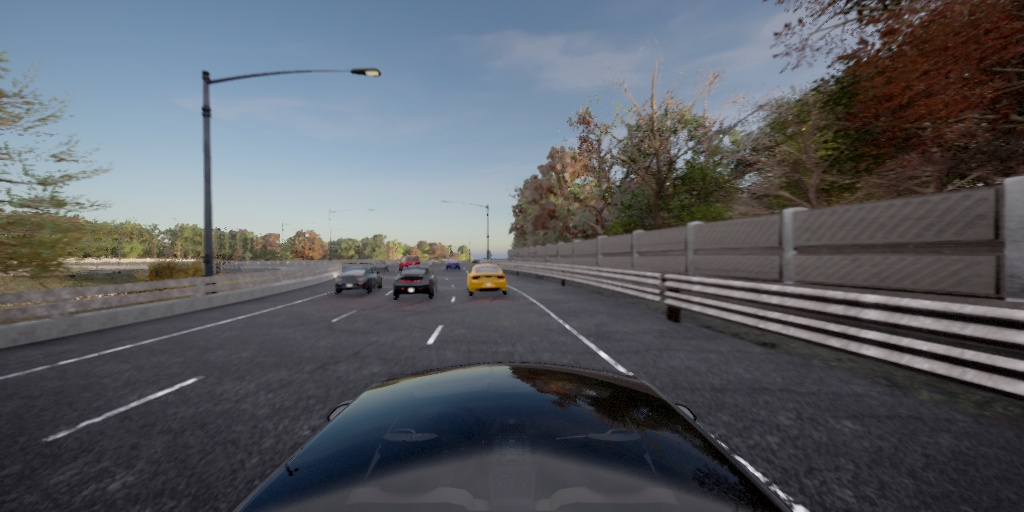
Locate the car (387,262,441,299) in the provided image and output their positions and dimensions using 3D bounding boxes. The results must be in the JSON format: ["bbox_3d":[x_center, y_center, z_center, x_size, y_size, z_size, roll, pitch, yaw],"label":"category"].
[{"bbox_3d":[-4.806,1.273,18.313,1.837,1.490,4.892,-1,0,-8],"label":"car"}]

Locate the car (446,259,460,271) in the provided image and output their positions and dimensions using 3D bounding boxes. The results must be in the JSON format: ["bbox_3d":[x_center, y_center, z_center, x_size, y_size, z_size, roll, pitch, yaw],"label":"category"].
[{"bbox_3d":[-8.169,1.201,49.920,1.882,1.535,5.008,-1,0,-9],"label":"car"}]

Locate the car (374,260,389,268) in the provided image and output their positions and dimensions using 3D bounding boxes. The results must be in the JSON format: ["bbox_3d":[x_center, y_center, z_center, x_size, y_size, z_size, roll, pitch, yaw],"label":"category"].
[{"bbox_3d":[-17.827,1.350,48.503,2.128,1.511,4.902,-1,0,-26],"label":"car"}]

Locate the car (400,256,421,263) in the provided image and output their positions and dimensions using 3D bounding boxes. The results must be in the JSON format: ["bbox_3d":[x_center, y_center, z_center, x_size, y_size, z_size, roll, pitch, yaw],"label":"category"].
[{"bbox_3d":[-13.551,1.029,47.645,2.150,2.045,5.566,-1,1,-25],"label":"car"}]

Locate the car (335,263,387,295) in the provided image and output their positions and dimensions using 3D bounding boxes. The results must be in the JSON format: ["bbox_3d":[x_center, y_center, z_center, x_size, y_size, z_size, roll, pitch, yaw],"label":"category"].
[{"bbox_3d":[-8.718,1.340,20.650,1.812,1.442,4.674,-1,0,-10],"label":"car"}]

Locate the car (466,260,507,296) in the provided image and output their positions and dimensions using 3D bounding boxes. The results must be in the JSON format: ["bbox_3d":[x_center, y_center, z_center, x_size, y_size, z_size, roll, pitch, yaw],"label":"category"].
[{"bbox_3d":[-1.444,1.197,19.432,1.882,1.535,5.008,-1,0,-8],"label":"car"}]
